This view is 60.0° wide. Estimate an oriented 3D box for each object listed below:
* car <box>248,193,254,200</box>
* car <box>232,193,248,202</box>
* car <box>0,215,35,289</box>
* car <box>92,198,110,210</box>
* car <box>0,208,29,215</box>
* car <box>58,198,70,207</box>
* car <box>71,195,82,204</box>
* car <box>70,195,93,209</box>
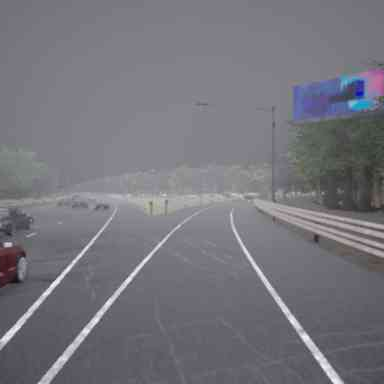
[{"bbox_3d":[13.012,1.053,77.771,1.882,1.535,5.008,0,1,25],"label":"car"},{"bbox_3d":[9.502,1.236,68.231,1.882,1.535,5.008,0,0,19],"label":"car"},{"bbox_3d":[-4.838,1.474,6.473,1.882,1.535,5.008,0,0,-9],"label":"car"},{"bbox_3d":[-12.187,1.755,45.609,1.895,1.301,4.718,0,0,-12],"label":"car"},{"bbox_3d":[-10.294,1.579,18.237,2.033,1.411,5.357,0,0,-10],"label":"car"},{"bbox_3d":[-21.873,1.753,57.416,1.837,1.490,4.892,0,-1,-13],"label":"car"},{"bbox_3d":[-26.802,1.633,77.301,2.150,2.045,5.566,0,0,-15],"label":"car"},{"bbox_3d":[-16.630,1.545,50.029,2.097,1.767,4.553,0,0,-12],"label":"car"}]
